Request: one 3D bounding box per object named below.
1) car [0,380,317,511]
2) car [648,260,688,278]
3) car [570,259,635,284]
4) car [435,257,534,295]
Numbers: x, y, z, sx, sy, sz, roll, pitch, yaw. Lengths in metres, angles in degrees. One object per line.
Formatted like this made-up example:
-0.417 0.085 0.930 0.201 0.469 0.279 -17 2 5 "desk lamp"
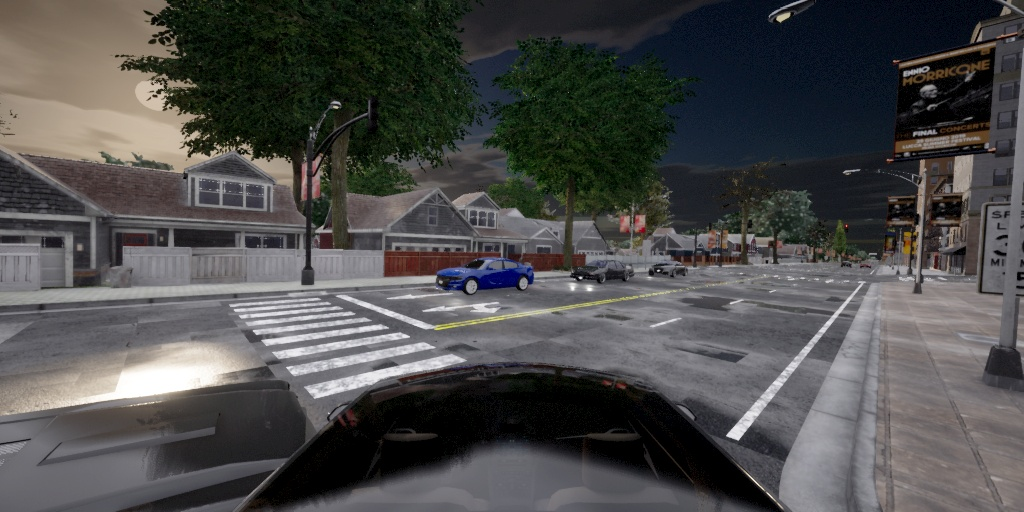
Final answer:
-3.309 1.290 1.277 4.718 1.301 1.895 1 2 -34 "car"
13.241 1.016 30.310 4.181 1.385 1.994 0 2 -44 "car"
6.045 0.941 23.386 5.357 1.411 2.033 0 2 -44 "car"
-1.119 0.816 16.464 5.008 1.535 1.882 0 2 -44 "car"
